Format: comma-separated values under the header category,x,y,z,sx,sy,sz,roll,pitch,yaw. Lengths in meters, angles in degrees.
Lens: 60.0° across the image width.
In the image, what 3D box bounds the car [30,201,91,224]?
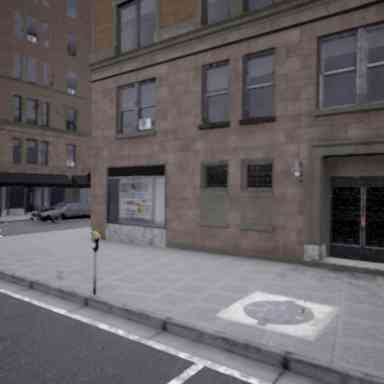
category,x,y,z,sx,sy,sz,roll,pitch,yaw
car,-8.714,1.382,24.036,2.033,1.411,5.357,1,1,38
